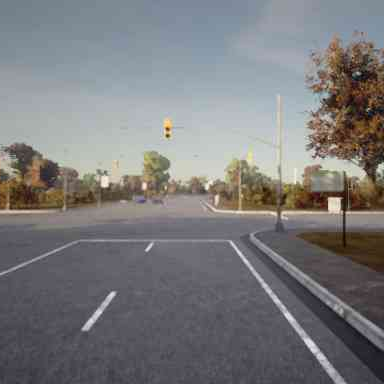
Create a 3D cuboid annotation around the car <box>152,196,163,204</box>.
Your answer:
[{"bbox_3d":[-6.961,1.608,66.807,2.033,1.411,5.357,0,0,0],"label":"car"}]

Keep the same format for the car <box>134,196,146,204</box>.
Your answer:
[{"bbox_3d":[-10.464,1.543,66.821,1.882,1.535,5.008,0,0,0],"label":"car"}]
